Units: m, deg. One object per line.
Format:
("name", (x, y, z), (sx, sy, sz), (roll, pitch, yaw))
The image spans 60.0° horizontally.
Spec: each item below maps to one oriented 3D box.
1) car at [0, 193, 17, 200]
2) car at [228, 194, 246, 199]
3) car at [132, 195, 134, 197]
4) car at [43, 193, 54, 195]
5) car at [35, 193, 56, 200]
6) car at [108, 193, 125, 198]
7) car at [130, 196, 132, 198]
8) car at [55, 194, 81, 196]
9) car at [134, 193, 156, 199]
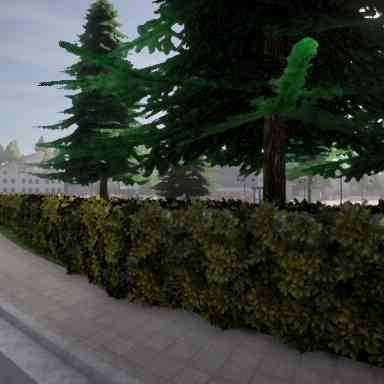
("car", (-44.668, 1.077, 80.711), (3.866, 1.878, 1.905), (0, 0, -36))
("car", (10.374, 1.340, 77.649), (2.097, 1.767, 4.553), (0, 0, -36))
("car", (-10.916, 1.097, 77.718), (4.605, 1.855, 1.932), (0, 0, -36))
("car", (-29.670, 1.298, 72.102), (4.514, 1.523, 2.007), (0, 0, -36))
("car", (-36.361, 1.097, 82.633), (4.605, 1.855, 1.932), (0, 0, -36))
("car", (-20.412, 1.154, 90.228), (5.027, 1.636, 2.152), (0, 0, -36))
("car", (-12.946, 1.077, 79.837), (3.866, 1.878, 1.905), (0, 0, -36))
("car", (-23.873, 1.320, 63.962), (3.633, 1.501, 1.845), (0, 0, -36))
("car", (-7.949, 1.384, 60.636), (3.806, 1.475, 1.970), (0, 0, -36))
